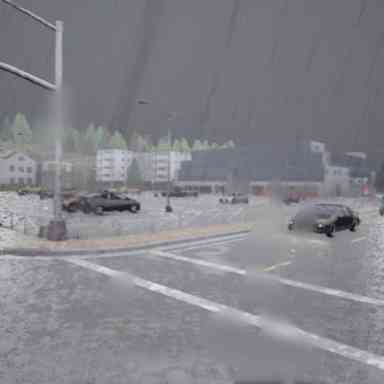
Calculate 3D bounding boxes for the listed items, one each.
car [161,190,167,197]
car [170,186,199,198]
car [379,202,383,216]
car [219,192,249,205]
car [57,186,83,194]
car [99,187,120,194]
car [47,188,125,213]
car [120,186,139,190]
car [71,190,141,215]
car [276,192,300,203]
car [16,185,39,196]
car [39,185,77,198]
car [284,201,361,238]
[{"bbox_3d":[-3.361,-0.074,57.304,1.905,1.878,3.866,2,2,44],"label":"car"},{"bbox_3d":[-0.988,0.014,55.579,1.932,1.855,4.605,2,2,44],"label":"car"},{"bbox_3d":[16.899,1.211,27.311,2.128,1.511,4.902,2,2,44],"label":"car"},{"bbox_3d":[4.952,0.701,39.303,1.970,1.475,3.806,2,2,44],"label":"car"},{"bbox_3d":[-24.919,-0.371,67.926,2.007,1.523,4.514,2,2,44],"label":"car"},{"bbox_3d":[-17.383,-0.376,70.439,1.970,1.475,3.806,2,2,44],"label":"car"},{"bbox_3d":[-8.142,0.712,25.999,2.152,1.636,5.027,2,2,44],"label":"car"},{"bbox_3d":[-12.549,-0.302,66.205,2.152,1.636,5.027,2,2,44],"label":"car"},{"bbox_3d":[-5.854,0.795,23.855,2.007,1.523,4.514,2,2,44],"label":"car"},{"bbox_3d":[12.255,0.734,42.559,1.845,1.501,3.633,2,2,44],"label":"car"},{"bbox_3d":[-26.899,-0.370,55.904,1.932,1.855,4.605,2,2,44],"label":"car"},{"bbox_3d":[-18.453,0.130,46.732,2.007,1.523,4.514,2,2,44],"label":"car"},{"bbox_3d":[6.822,1.325,16.735,2.033,1.411,5.357,2,2,44],"label":"car"}]
